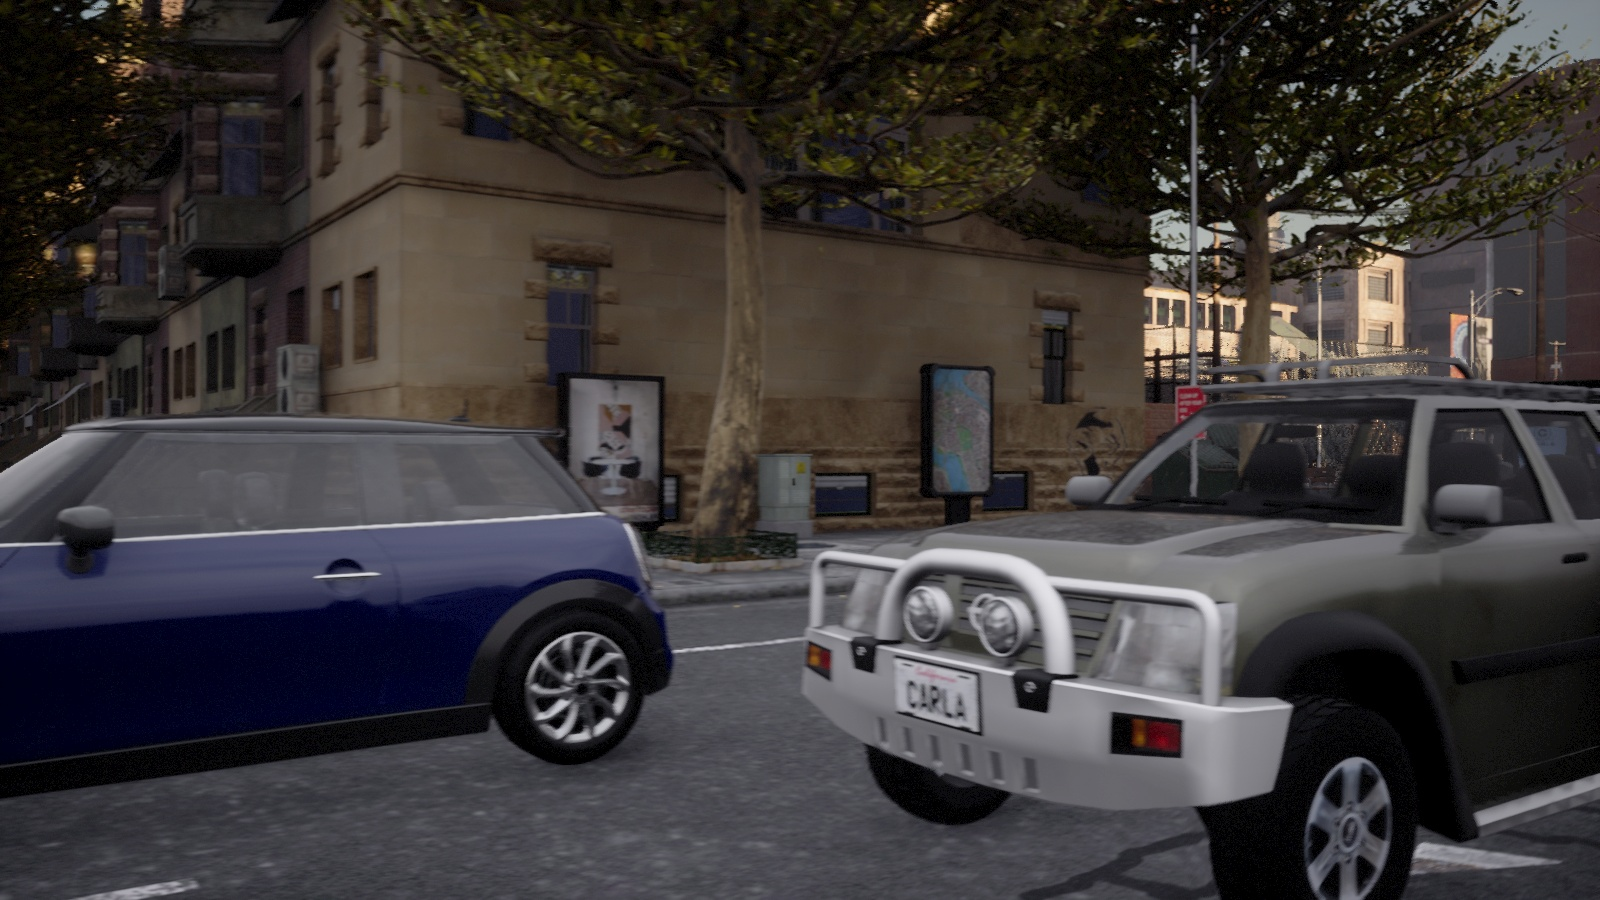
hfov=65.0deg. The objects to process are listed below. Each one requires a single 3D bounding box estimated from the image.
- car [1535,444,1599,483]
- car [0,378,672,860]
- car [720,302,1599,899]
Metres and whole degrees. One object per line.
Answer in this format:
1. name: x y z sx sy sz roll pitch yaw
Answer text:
1. car: 34.620 0.582 53.772 2.152 1.651 5.027 0 0 -34
2. car: -3.101 0.624 5.765 4.553 1.767 2.097 0 0 -35
3. car: 2.147 0.570 5.153 4.605 1.855 1.932 0 0 -35
